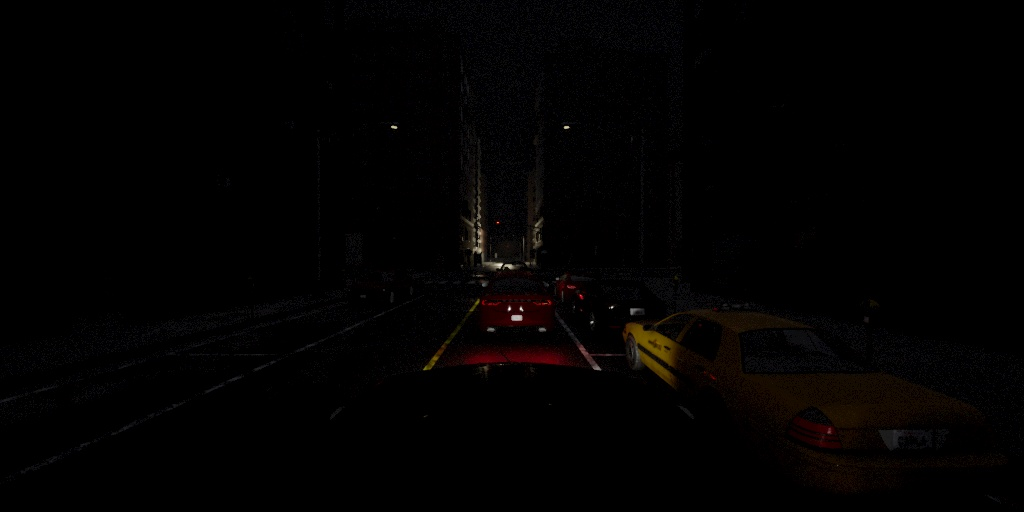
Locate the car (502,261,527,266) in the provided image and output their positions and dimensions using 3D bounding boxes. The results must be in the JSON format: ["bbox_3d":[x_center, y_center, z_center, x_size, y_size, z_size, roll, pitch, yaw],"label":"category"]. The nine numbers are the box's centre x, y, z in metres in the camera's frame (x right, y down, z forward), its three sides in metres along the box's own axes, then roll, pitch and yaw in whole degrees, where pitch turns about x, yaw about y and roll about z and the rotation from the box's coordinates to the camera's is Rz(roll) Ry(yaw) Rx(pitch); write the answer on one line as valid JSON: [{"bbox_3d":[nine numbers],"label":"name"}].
[{"bbox_3d":[0.125,1.096,20.795,2.097,1.767,4.553,0,0,0],"label":"car"}]

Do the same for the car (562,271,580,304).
[{"bbox_3d":[2.895,1.327,15.872,1.802,1.307,4.207,0,0,0],"label":"car"}]

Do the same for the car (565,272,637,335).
[{"bbox_3d":[2.885,1.313,10.286,1.948,1.339,4.313,0,0,0],"label":"car"}]

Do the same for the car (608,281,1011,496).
[{"bbox_3d":[2.876,1.274,4.870,1.751,1.417,4.829,0,0,0],"label":"car"}]

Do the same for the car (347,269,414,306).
[{"bbox_3d":[-5.651,1.291,15.883,1.888,1.381,4.507,0,0,0],"label":"car"}]

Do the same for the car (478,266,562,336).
[{"bbox_3d":[0.109,1.225,10.466,1.882,1.535,5.008,0,0,0],"label":"car"}]
